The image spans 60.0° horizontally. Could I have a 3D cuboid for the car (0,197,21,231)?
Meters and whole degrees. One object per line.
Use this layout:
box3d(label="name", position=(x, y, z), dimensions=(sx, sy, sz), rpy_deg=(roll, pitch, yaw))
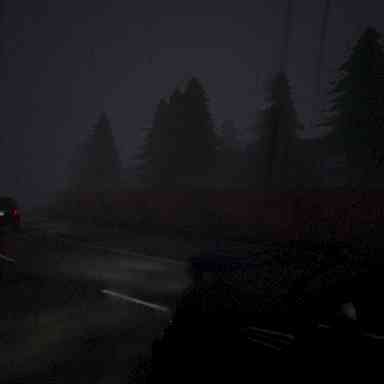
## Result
box3d(label="car", position=(-12.478, 1.353, 20.928), dimensions=(2.150, 2.045, 5.566), rpy_deg=(0, 0, -40))

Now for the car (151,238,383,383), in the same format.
box3d(label="car", position=(2.252, 1.241, 2.453), dimensions=(5.566, 2.045, 2.150), rpy_deg=(0, 0, 35))

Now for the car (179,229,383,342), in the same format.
box3d(label="car", position=(2.148, 1.651, 6.873), dimensions=(4.718, 1.301, 1.895), rpy_deg=(0, 0, 37))
